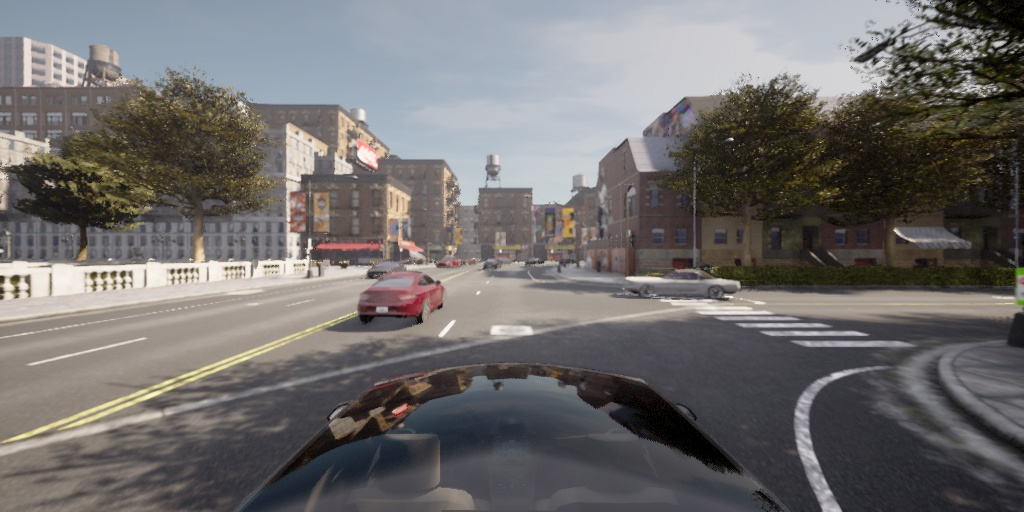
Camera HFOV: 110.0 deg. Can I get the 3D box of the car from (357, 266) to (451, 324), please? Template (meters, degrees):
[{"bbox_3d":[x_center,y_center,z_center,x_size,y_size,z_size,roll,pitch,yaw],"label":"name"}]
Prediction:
[{"bbox_3d":[-3.394,1.227,11.674,1.812,1.442,4.674,0,0,0],"label":"car"}]

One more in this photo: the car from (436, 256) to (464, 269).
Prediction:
[{"bbox_3d":[-8.909,0.863,50.533,2.097,1.767,4.553,0,0,14],"label":"car"}]

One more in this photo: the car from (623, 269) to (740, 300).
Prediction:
[{"bbox_3d":[7.694,1.280,16.728,4.718,1.301,1.895,0,0,8],"label":"car"}]

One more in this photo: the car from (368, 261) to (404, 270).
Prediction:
[{"bbox_3d":[-10.570,1.155,30.588,2.033,1.411,5.357,0,0,0],"label":"car"}]

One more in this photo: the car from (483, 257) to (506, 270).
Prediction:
[{"bbox_3d":[-2.436,1.057,46.766,1.812,1.442,4.674,0,0,9],"label":"car"}]

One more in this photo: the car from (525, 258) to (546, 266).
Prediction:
[{"bbox_3d":[4.271,1.051,63.761,1.895,1.301,4.718,0,0,32],"label":"car"}]
